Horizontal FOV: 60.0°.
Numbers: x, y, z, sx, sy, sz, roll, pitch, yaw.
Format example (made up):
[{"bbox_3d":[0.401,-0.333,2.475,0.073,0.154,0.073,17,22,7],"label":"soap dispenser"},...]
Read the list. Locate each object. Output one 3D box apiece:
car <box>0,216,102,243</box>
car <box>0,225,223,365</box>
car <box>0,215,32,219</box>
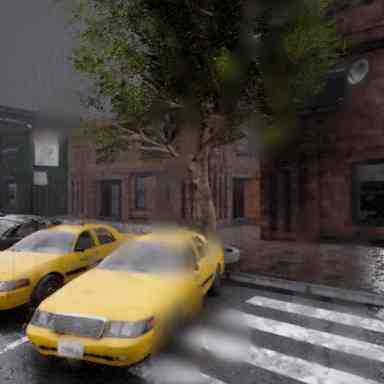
[{"bbox_3d":[-3.090,1.482,8.087,1.946,1.575,5.366,1,-1,16],"label":"car"},{"bbox_3d":[-0.648,1.481,6.342,1.946,1.575,5.366,1,-1,16],"label":"car"},{"bbox_3d":[-5.476,1.489,10.019,2.231,1.521,4.892,1,-1,16],"label":"car"}]
